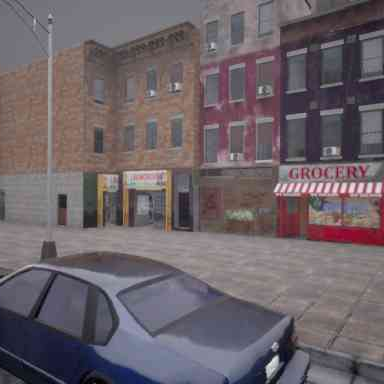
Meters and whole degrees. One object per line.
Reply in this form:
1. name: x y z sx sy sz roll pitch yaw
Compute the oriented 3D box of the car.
1. car: -1.350 1.547 4.327 5.357 1.411 2.033 0 0 35
